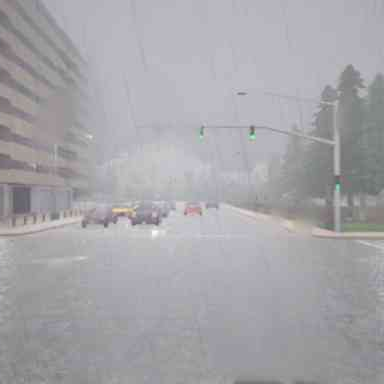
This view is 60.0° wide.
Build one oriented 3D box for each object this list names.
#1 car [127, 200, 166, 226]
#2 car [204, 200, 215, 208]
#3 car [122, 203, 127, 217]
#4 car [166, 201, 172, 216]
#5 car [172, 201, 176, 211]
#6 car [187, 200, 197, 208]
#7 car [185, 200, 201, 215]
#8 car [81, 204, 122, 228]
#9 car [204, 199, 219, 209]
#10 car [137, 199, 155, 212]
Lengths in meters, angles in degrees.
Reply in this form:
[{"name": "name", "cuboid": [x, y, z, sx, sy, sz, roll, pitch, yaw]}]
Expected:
[{"name": "car", "cuboid": [-3.574, 1.729, 26.988, 2.097, 1.767, 4.553, 0, -1, 0]}, {"name": "car", "cuboid": [3.544, 2.423, 67.101, 1.994, 1.385, 4.181, 0, -1, 0]}, {"name": "car", "cuboid": [-7.067, 1.960, 35.060, 1.882, 1.535, 5.008, 0, -1, 0]}, {"name": "car", "cuboid": [-3.565, 2.013, 36.019, 1.812, 1.442, 4.674, 0, -1, 0]}, {"name": "car", "cuboid": [-3.514, 2.176, 51.909, 2.128, 1.511, 4.902, 0, -1, 1]}, {"name": "car", "cuboid": [0.044, 2.350, 67.823, 1.882, 1.535, 5.008, 0, -1, 0]}, {"name": "car", "cuboid": [0.127, 1.914, 42.668, 2.097, 1.767, 4.553, 0, -1, 0]}, {"name": "car", "cuboid": [-7.075, 1.896, 25.906, 1.812, 1.442, 4.674, 0, -1, 0]}, {"name": "car", "cuboid": [3.538, 2.105, 58.679, 2.097, 1.767, 4.553, 0, -1, 0]}, {"name": "car", "cuboid": [-7.012, 2.030, 51.007, 2.097, 1.767, 4.553, 0, -1, 1]}]
